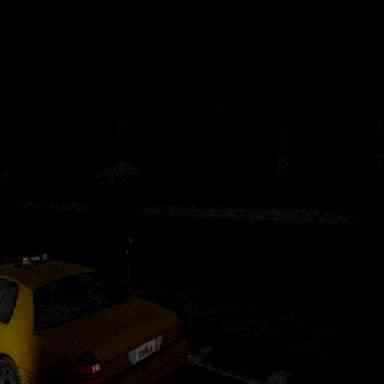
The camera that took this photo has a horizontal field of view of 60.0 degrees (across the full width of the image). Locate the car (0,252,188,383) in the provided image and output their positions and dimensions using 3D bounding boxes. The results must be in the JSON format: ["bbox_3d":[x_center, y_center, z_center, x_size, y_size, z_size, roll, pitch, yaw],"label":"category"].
[{"bbox_3d":[-2.333,1.525,4.625,4.829,1.417,1.752,0,0,35],"label":"car"}]
